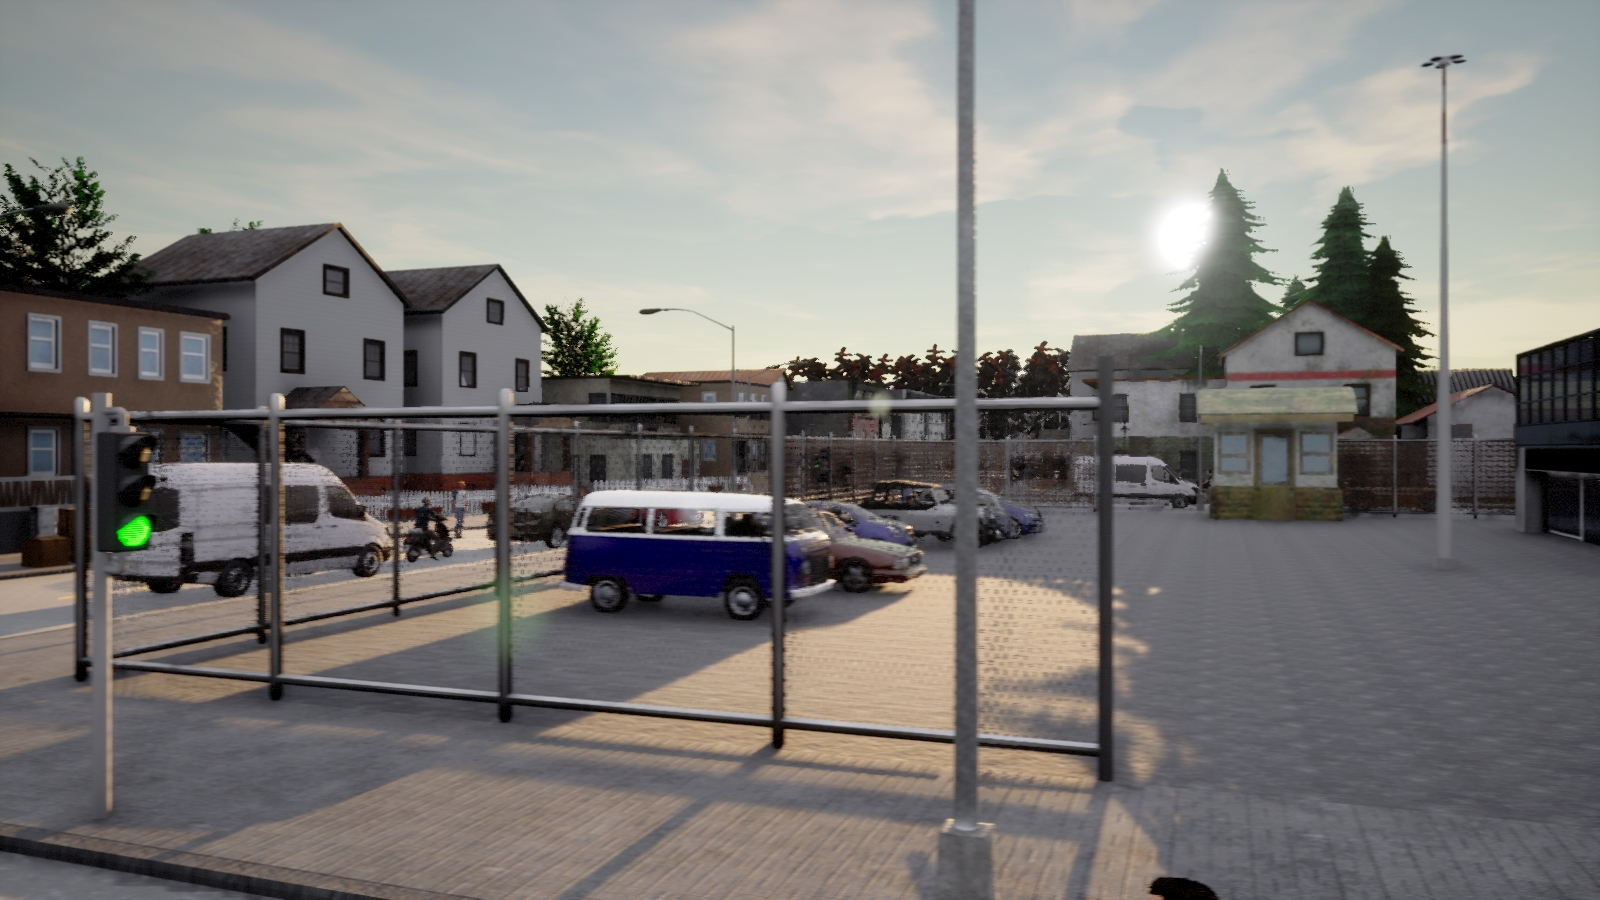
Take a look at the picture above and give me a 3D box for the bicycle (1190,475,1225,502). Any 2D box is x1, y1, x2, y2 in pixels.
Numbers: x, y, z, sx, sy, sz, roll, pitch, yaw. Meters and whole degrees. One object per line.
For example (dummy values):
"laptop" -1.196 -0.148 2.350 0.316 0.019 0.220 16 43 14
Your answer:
"bicycle" 20.520 1.936 57.568 1.643 1.296 0.373 0 0 20

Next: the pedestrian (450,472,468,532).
"pedestrian" -10.691 1.628 35.848 0.375 1.860 0.375 0 0 30

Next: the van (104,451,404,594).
"van" -11.006 1.314 23.692 1.988 2.561 5.915 0 0 20

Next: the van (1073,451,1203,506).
"van" 16.233 1.314 54.873 5.915 2.561 1.988 0 0 20

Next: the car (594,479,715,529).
"car" -5.009 1.841 40.228 2.231 1.480 4.892 0 0 20

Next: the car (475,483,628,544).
"car" -7.260 1.814 34.019 2.097 1.535 5.006 0 0 20

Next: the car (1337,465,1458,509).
"car" 26.702 1.644 51.232 4.605 1.855 1.932 0 0 21
